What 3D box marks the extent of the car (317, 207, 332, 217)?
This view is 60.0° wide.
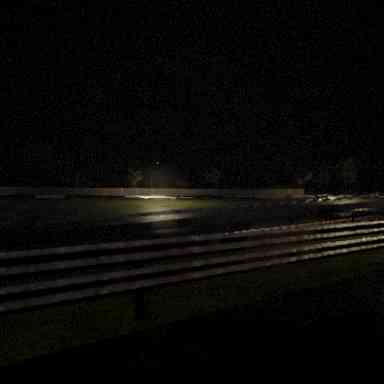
[{"bbox_3d":[25.204,3.471,60.914,4.553,1.767,2.097,-3,2,-26],"label":"car"}]

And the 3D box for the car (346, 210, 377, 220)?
[{"bbox_3d":[28.324,3.659,54.648,4.902,1.511,2.128,-3,2,-26],"label":"car"}]

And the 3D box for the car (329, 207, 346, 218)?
[{"bbox_3d":[26.804,3.738,57.802,4.718,1.301,1.895,-3,2,-26],"label":"car"}]
